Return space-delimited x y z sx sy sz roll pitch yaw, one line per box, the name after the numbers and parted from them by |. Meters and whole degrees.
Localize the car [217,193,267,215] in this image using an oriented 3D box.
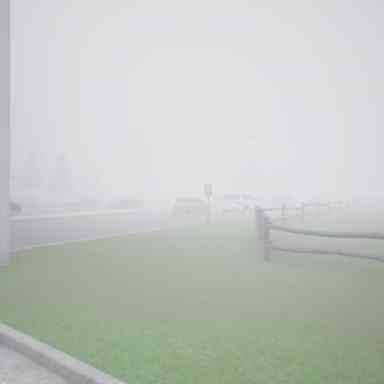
4.994 1.152 32.685 2.150 2.045 5.566 0 0 35 | car

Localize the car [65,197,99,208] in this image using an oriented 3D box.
-14.368 1.356 43.713 1.812 1.442 4.674 0 1 35 | car

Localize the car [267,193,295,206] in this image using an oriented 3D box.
14.130 1.138 51.836 2.150 2.045 5.566 0 1 36 | car

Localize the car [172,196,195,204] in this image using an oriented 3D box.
-1.559 1.393 61.897 1.994 1.385 4.181 0 0 36 | car

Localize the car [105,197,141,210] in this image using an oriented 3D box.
-8.265 1.352 40.226 2.128 1.511 4.902 0 0 35 | car

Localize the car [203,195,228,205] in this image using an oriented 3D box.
4.182 1.352 57.893 2.128 1.511 4.902 0 0 36 | car

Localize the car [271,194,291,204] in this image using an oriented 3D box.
16.387 1.249 61.008 2.097 1.767 4.553 0 0 36 | car

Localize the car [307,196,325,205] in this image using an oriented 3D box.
20.125 1.455 54.098 1.812 1.442 4.674 0 0 36 | car

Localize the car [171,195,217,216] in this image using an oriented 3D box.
0.079 1.267 31.742 2.097 1.767 4.553 0 0 35 | car

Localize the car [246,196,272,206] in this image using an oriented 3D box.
10.862 1.445 53.295 2.033 1.411 5.357 0 0 36 | car

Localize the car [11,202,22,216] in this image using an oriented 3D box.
-16.924 1.340 27.795 1.882 1.535 5.008 0 0 35 | car
